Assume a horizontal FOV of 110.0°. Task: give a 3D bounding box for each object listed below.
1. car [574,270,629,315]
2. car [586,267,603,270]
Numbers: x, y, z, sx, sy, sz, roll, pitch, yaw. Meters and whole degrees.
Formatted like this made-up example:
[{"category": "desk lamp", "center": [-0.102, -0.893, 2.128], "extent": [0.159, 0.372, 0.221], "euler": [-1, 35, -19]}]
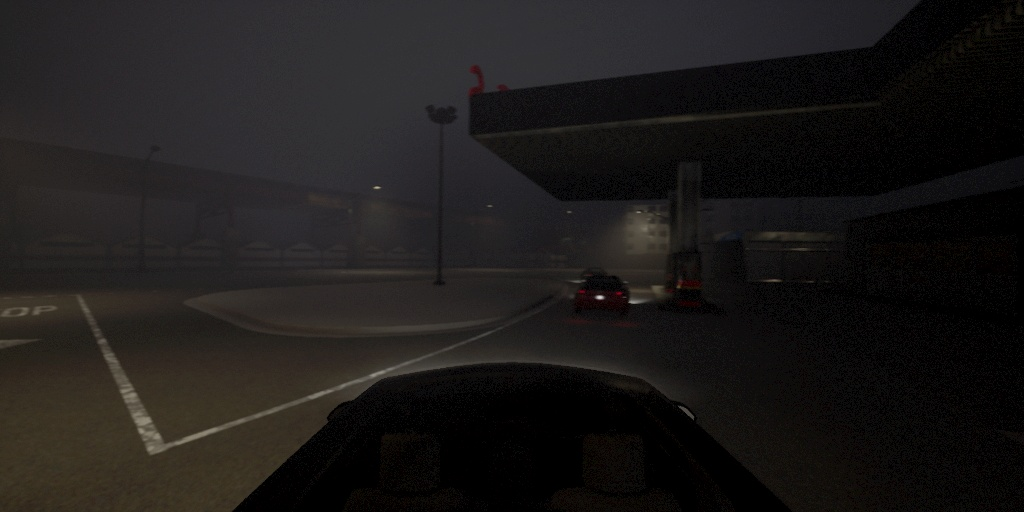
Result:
[{"category": "car", "center": [3.722, 1.458, 14.584], "extent": [1.994, 1.385, 4.181], "euler": [1, 0, 18]}, {"category": "car", "center": [6.626, 1.600, 28.825], "extent": [1.994, 1.385, 4.181], "euler": [1, 0, 5]}]
